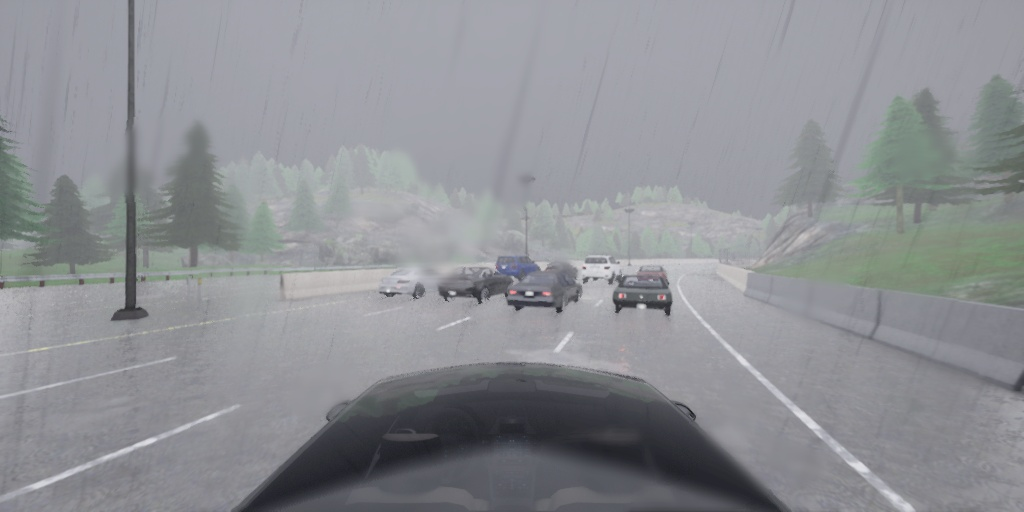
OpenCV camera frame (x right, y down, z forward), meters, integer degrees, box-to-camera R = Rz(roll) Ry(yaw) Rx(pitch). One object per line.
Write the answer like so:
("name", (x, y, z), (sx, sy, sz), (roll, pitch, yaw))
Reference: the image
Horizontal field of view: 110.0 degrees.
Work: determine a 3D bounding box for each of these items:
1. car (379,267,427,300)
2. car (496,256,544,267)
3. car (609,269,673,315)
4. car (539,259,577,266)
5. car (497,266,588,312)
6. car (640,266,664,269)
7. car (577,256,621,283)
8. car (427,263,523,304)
("car", (-4.593, 1.272, 17.940), (1.812, 1.442, 4.674), (0, 0, 22))
("car", (0.512, 0.975, 30.218), (2.150, 2.045, 5.566), (0, 0, 25))
("car", (5.032, 1.354, 13.749), (1.895, 1.301, 4.718), (0, 0, 21))
("car", (4.106, 1.259, 29.593), (1.837, 1.490, 4.892), (0, 1, 26))
("car", (1.476, 1.298, 14.284), (2.033, 1.411, 5.357), (0, 0, 21))
("car", (10.366, 1.358, 26.472), (1.895, 1.301, 4.718), (0, 0, 26))
("car", (6.884, 0.979, 27.319), (2.150, 2.045, 5.566), (0, 0, 25))
("car", (-1.449, 1.241, 16.378), (2.128, 1.511, 4.902), (0, 0, 21))
